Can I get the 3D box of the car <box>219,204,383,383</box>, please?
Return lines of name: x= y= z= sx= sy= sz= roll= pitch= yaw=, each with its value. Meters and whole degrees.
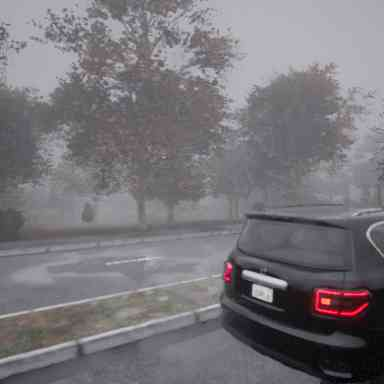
car: x=2.978 y=1.218 z=5.241 sx=5.566 sy=2.045 sz=2.150 roll=0 pitch=0 yaw=-35
